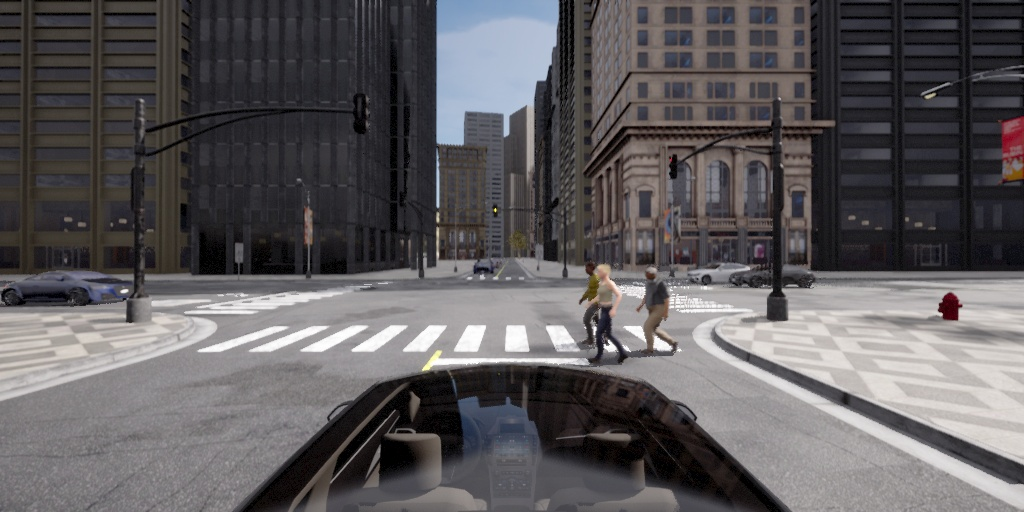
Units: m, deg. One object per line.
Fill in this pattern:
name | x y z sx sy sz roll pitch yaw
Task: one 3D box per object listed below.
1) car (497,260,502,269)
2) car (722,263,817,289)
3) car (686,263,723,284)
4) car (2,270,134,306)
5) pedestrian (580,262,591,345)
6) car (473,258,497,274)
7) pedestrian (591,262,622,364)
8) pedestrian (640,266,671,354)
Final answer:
car | -3.034 1.265 54.287 1.994 1.385 4.181 0 0 0
car | 15.761 1.187 21.734 4.674 1.442 1.812 0 0 0
car | 14.641 1.207 24.986 4.674 1.442 1.812 -1 0 0
car | -18.224 1.303 15.011 4.181 1.385 1.994 0 0 0
pedestrian | 1.753 1.021 7.770 0.375 1.860 0.375 0 0 0
car | -3.038 1.056 39.112 2.097 1.767 4.553 0 0 0
pedestrian | 1.728 1.032 6.569 0.375 1.860 0.375 0 0 0
pedestrian | 2.865 1.031 7.169 0.375 1.860 0.375 0 0 0
